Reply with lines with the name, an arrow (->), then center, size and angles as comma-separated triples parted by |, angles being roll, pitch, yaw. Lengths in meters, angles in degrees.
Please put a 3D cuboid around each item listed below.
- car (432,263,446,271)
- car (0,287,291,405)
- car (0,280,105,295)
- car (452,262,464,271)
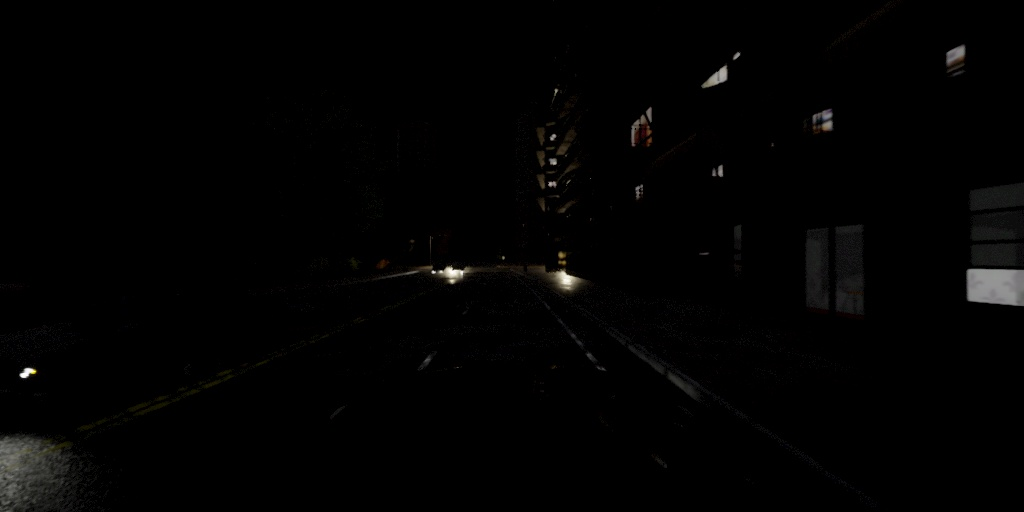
car -> -12.498, 1.830, 61.759 | 2.033, 1.411, 5.357 | 0, -1, -5
car -> -6.620, 1.345, 6.887 | 2.033, 1.411, 5.357 | 0, -1, -1
car -> -9.882, 1.277, 7.023 | 1.882, 1.535, 5.008 | 0, -1, 0
car -> -9.217, 1.807, 61.480 | 1.812, 1.442, 4.674 | 0, -1, -5
